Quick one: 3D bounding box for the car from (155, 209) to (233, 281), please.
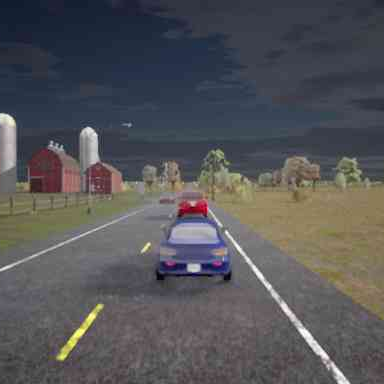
[{"bbox_3d":[0.057,1.421,9.381,1.812,1.442,4.674,0,1,0],"label":"car"}]

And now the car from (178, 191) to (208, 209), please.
[{"bbox_3d":[0.076,0.930,26.095,2.150,2.045,5.566,0,1,0],"label":"car"}]

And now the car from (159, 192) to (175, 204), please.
[{"bbox_3d":[-3.547,0.803,47.819,2.097,1.767,4.553,0,1,0],"label":"car"}]
